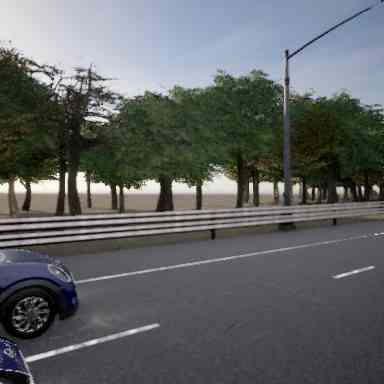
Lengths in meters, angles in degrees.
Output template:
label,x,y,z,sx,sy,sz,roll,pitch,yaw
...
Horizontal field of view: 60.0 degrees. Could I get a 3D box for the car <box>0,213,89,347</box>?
label,x,y,z,sx,sy,sz,roll,pitch,yaw
car,-4.180,1.353,5.061,4.553,1.767,2.097,0,0,-35

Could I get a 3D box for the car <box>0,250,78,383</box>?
label,x,y,z,sx,sy,sz,roll,pitch,yaw
car,-3.138,1.356,1.509,4.553,1.767,2.097,0,0,-35
